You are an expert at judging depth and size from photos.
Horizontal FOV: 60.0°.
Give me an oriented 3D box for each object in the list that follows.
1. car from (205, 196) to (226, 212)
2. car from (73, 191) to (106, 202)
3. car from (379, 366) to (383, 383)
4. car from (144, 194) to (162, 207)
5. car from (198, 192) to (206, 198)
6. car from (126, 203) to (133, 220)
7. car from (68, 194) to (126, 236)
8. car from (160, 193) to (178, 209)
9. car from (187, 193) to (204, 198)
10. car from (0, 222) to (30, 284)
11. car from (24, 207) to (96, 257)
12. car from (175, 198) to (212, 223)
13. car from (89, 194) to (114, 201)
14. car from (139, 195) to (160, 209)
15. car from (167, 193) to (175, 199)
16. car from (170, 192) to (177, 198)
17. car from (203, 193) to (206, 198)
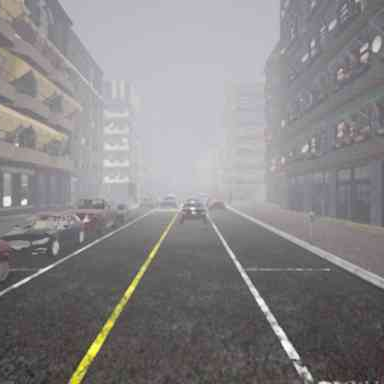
[{"bbox_3d":[2.577,1.336,34.559,1.802,1.307,4.206,1,0,0],"label":"car"},{"bbox_3d":[-17.557,0.826,57.145,5.009,1.841,2.192,0,0,0],"label":"car"},{"bbox_3d":[2.575,1.431,1.264,1.967,1.590,4.097,1,0,0],"label":"car"},{"bbox_3d":[-5.309,1.115,45.635,1.967,1.590,4.097,1,0,0],"label":"car"},{"bbox_3d":[2.584,0.797,89.547,1.967,1.590,4.097,1,0,0],"label":"car"},{"bbox_3d":[-5.304,1.399,23.440,1.947,1.339,4.313,1,0,0],"label":"car"},{"bbox_3d":[-5.302,1.188,17.890,2.192,1.841,5.009,1,0,0],"label":"car"},{"bbox_3d":[-2.765,1.188,40.693,1.882,1.535,5.008,0,0,0],"label":"car"},{"bbox_3d":[0.101,1.194,39.793,1.882,1.535,5.008,0,0,0],"label":"car"},{"bbox_3d":[-5.306,1.534,6.794,1.802,1.307,4.206,1,0,0],"label":"car"},{"bbox_3d":[-5.305,1.463,12.343,2.008,1.369,4.403,1,0,0],"label":"car"},{"bbox_3d":[0.101,1.378,23.891,2.033,1.411,5.357,0,0,0],"label":"car"},{"bbox_3d":[-17.618,1.118,65.024,4.313,1.339,1.947,0,0,0],"label":"car"},{"bbox_3d":[-5.307,1.296,40.087,1.802,1.307,4.206,1,0,0],"label":"car"},{"bbox_3d":[-5.298,0.925,83.677,1.752,1.417,4.829,1,0,0],"label":"car"},{"bbox_3d":[-5.297,0.842,95.019,1.752,1.417,4.829,1,0,0],"label":"car"},{"bbox_3d":[2.579,1.154,40.107,1.967,1.590,4.097,1,0,0],"label":"car"}]
